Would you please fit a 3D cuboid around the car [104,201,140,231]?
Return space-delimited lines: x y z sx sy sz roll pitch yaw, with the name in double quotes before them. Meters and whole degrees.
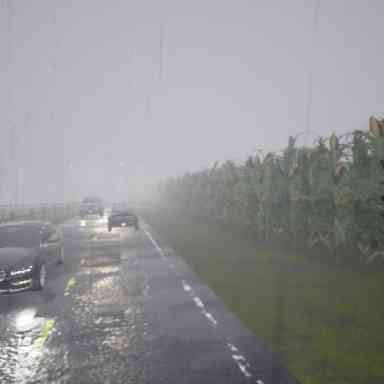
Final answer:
"car" -4.474 1.620 21.569 1.837 1.490 4.892 -1 0 -12

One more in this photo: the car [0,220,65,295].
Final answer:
"car" -4.742 1.615 9.138 1.837 1.490 4.892 -1 1 -13

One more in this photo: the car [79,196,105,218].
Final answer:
"car" -10.030 1.469 33.621 2.150 2.045 5.566 -1 0 -12
